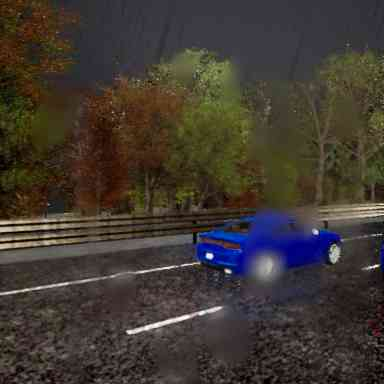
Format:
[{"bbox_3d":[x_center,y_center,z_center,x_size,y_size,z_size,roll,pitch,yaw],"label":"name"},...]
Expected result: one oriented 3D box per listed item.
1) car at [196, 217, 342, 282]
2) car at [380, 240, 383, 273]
[{"bbox_3d":[2.453,1.466,9.850,5.008,1.535,1.882,0,0,-36],"label":"car"},{"bbox_3d":[6.887,1.463,8.724,5.008,1.535,1.882,0,0,-36],"label":"car"}]
